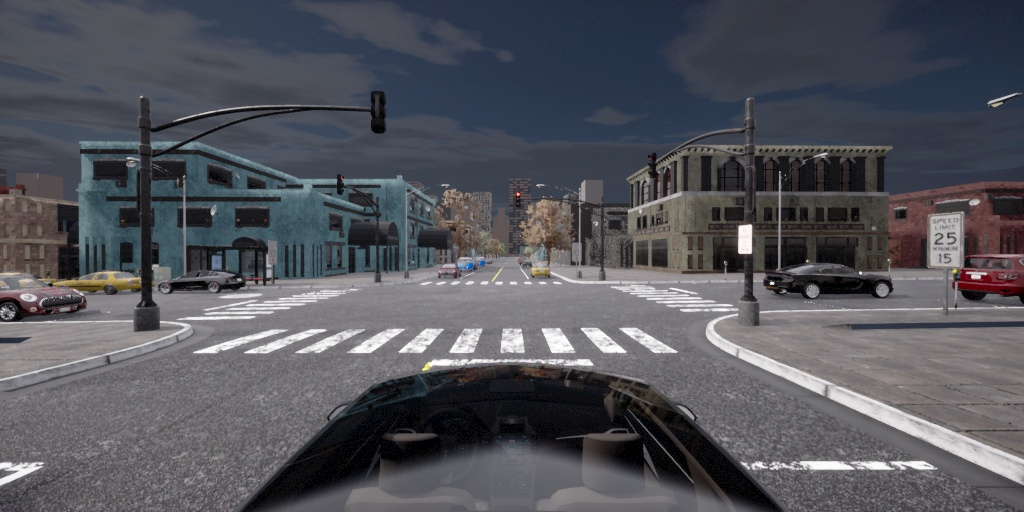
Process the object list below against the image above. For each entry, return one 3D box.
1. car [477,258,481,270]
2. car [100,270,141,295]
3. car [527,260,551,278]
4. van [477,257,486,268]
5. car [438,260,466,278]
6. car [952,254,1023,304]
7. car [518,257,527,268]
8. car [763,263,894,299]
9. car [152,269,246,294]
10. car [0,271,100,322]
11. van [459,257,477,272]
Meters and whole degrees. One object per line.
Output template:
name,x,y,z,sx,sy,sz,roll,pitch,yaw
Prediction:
car,-5.785,1.285,50.081,1.888,1.381,4.507,0,0,0
car,-24.051,1.501,21.114,4.829,1.417,1.751,0,0,-1
car,2.629,1.269,33.629,1.751,1.417,4.829,0,0,0
van,-5.808,1.079,61.174,1.690,1.789,3.998,0,0,0
car,-5.751,1.326,33.442,1.802,1.307,4.207,0,0,0
car,19.924,0.842,13.609,5.009,1.841,2.192,0,0,-1
car,2.573,1.288,61.191,2.007,1.370,4.403,0,0,0
car,14.177,1.050,16.179,5.008,1.535,1.882,-1,1,-1
car,-18.228,1.474,21.230,4.313,1.339,1.948,0,0,-1
car,-18.092,1.423,12.884,4.097,1.591,1.967,0,0,-1
van,-5.773,1.082,44.534,1.690,1.789,3.998,0,0,0
